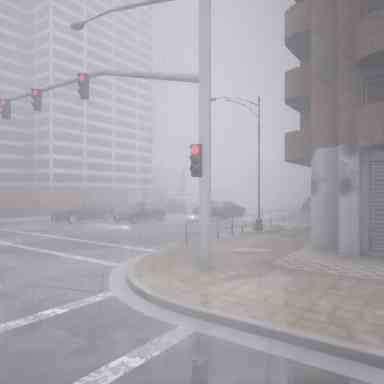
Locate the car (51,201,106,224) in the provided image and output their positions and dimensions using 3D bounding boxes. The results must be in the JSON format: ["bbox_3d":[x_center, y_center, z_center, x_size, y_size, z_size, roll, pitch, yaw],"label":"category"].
[{"bbox_3d":[-8.176,1.478,25.230,1.882,1.535,5.008,0,0,35],"label":"car"}]

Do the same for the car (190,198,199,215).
[{"bbox_3d":[1.821,1.564,33.271,1.994,1.385,4.181,0,0,36],"label":"car"}]

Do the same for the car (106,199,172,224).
[{"bbox_3d":[-3.875,1.526,25.218,1.812,1.442,4.674,0,0,35],"label":"car"}]

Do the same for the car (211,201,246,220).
[{"bbox_3d":[2.904,1.526,28.417,1.812,1.442,4.674,0,0,36],"label":"car"}]

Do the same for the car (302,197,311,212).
[{"bbox_3d":[14.466,1.352,38.722,2.097,1.767,4.553,0,0,35],"label":"car"}]

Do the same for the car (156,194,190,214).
[{"bbox_3d":[-2.601,1.352,33.099,2.097,1.767,4.553,0,0,35],"label":"car"}]
